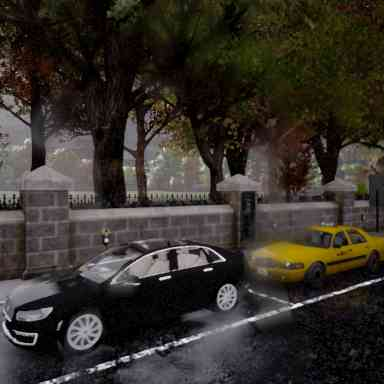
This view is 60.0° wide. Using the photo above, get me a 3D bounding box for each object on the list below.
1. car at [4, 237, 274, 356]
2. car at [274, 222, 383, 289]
[{"bbox_3d":[-0.849,1.551,5.960,4.403,1.369,2.008,0,0,-36],"label":"car"},{"bbox_3d":[3.592,1.528,9.138,4.829,1.417,1.752,0,0,-36],"label":"car"}]
